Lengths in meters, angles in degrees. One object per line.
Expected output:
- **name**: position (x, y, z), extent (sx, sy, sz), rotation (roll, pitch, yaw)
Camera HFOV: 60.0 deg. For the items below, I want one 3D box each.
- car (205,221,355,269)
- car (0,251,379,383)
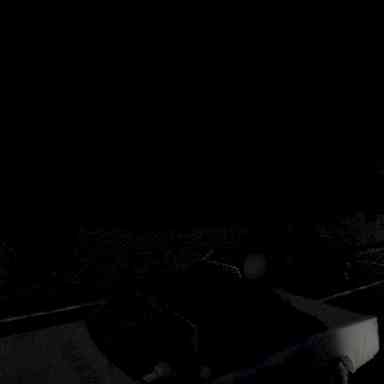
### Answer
- **car**: position (2.163, 1.498, 8.200), extent (4.097, 1.590, 1.967), rotation (1, -1, -36)
- **car**: position (-0.249, 1.615, 3.203), extent (4.718, 1.301, 1.895), rotation (1, 0, -36)
